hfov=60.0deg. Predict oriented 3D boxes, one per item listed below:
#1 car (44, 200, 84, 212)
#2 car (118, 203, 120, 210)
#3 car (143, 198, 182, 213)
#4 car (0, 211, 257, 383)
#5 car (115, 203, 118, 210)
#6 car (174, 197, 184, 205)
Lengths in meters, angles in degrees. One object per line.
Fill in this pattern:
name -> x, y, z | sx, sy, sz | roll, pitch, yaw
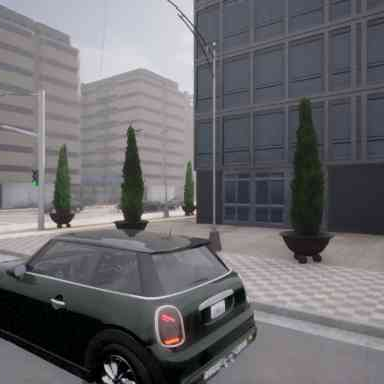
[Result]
car -> -14.052, 1.560, 35.953 | 1.837, 1.490, 4.892 | 0, 0, 35
car -> -6.213, 1.533, 40.647 | 1.882, 1.535, 5.008 | 0, 0, 35
car -> -3.597, 1.656, 38.294 | 1.895, 1.301, 4.718 | 0, 0, 35
car -> -1.433, 1.352, 5.015 | 4.553, 1.767, 2.097 | 0, 0, 35
car -> -8.157, 1.581, 44.293 | 1.812, 1.442, 4.674 | 0, 0, 35
car -> -2.208, 1.560, 52.712 | 1.837, 1.490, 4.892 | 0, 0, 35
